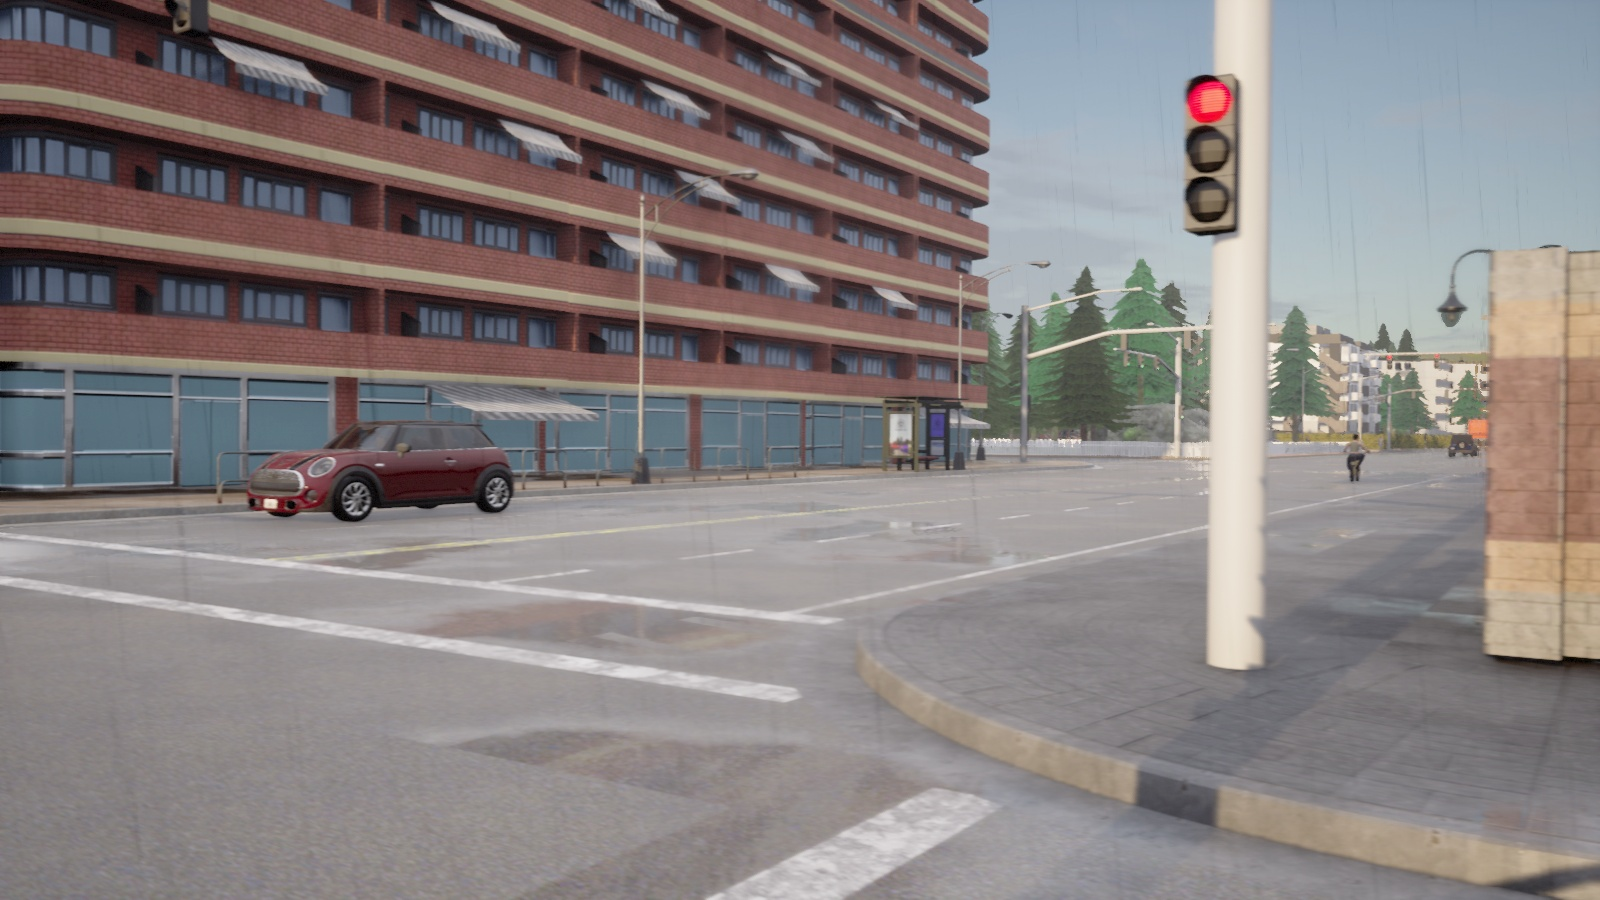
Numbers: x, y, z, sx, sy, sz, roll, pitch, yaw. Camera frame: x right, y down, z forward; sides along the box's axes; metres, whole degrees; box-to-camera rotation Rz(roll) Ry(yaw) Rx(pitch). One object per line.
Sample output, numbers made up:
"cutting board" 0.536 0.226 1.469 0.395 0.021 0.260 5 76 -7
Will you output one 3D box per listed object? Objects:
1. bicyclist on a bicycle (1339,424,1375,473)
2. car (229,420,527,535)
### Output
"bicyclist on a bicycle" 18.578 -0.058 41.871 0.866 1.612 1.509 0 1 34
"car" -7.165 0.390 21.793 2.097 1.767 4.553 0 1 33
